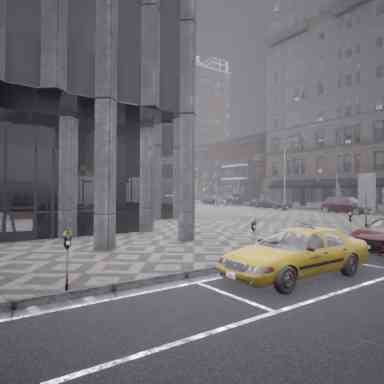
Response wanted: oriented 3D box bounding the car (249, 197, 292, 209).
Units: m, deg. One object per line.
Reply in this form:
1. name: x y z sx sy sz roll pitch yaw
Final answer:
1. car: 9.055 1.306 39.020 2.033 1.411 5.357 1 0 -36

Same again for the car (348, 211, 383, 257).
1. car: 7.535 1.547 12.148 4.507 1.381 1.887 0 1 -36

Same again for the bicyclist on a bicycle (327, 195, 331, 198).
1. bicyclist on a bicycle: 16.332 1.157 39.536 1.656 1.620 0.582 0 0 -35

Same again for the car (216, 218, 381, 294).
1. car: 2.821 1.526 8.777 4.829 1.417 1.752 0 1 -36

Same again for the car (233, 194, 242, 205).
1. car: 5.386 1.042 49.767 2.097 1.767 4.553 1 0 -35

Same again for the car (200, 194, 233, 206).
1. car: 3.094 1.155 47.478 2.128 1.511 4.902 1 0 -35

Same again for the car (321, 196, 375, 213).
1. car: 14.576 1.197 31.210 2.097 1.767 4.553 1 0 -35
